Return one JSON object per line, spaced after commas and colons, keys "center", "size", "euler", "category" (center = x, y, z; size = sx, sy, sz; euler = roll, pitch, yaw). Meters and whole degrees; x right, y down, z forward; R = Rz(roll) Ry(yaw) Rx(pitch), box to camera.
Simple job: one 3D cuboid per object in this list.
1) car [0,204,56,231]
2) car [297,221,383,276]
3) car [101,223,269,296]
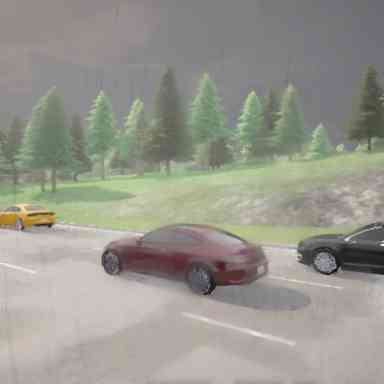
{"center": [-10.503, 1.482, 20.748], "size": [5.008, 1.535, 1.882], "euler": [0, 0, 38], "category": "car"}
{"center": [5.312, 1.519, 8.831], "size": [4.892, 1.490, 1.837], "euler": [0, 0, 36], "category": "car"}
{"center": [-0.347, 1.533, 8.632], "size": [4.674, 1.442, 1.812], "euler": [0, 0, 36], "category": "car"}
